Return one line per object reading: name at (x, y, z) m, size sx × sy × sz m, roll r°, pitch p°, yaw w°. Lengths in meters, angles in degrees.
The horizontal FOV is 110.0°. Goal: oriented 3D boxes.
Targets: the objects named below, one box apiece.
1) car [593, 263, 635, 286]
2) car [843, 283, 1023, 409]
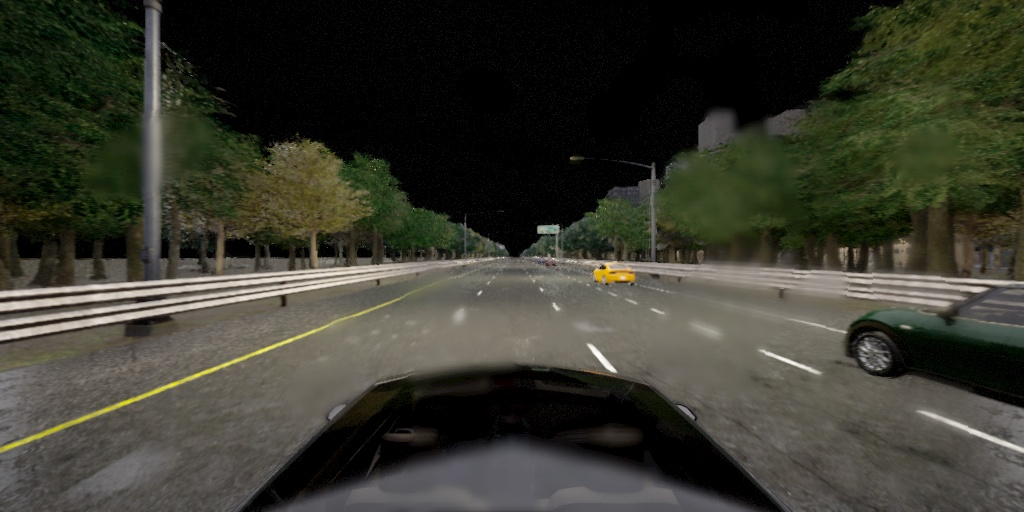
car at (7.018, 1.238, 25.147) m, size 1.882 × 1.535 × 5.008 m, roll 0°, pitch 0°, yaw 0°
car at (6.998, 1.105, 4.527) m, size 2.097 × 1.767 × 4.553 m, roll 0°, pitch 0°, yaw 0°
